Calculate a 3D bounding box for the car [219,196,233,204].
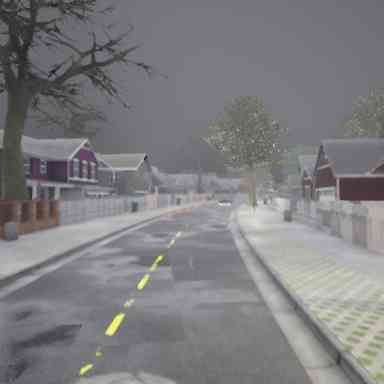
[{"bbox_3d":[6.256,1.462,61.126,1.994,1.385,4.181,0,0,15],"label":"car"}]
